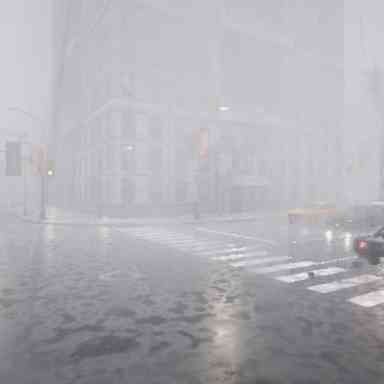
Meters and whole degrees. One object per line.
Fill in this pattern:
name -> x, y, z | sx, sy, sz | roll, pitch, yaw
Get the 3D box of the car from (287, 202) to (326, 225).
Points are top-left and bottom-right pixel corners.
car -> 8.995, 1.475, 23.924 | 5.008, 1.535, 1.882 | 0, 0, -32

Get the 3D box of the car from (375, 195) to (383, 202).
car -> 17.690, 1.218, 29.216 | 5.566, 2.045, 2.150 | 0, 0, -31

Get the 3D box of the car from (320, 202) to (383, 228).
car -> 10.808, 1.545, 20.933 | 5.357, 1.411, 2.033 | 0, 0, -32

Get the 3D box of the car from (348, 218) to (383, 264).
car -> 7.278, 1.600, 10.431 | 4.718, 1.301, 1.895 | 0, 0, -32
